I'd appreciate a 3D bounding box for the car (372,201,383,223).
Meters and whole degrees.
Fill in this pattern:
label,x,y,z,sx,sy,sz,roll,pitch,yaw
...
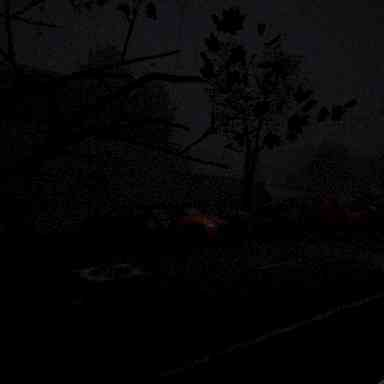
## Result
label,x,y,z,sx,sy,sz,roll,pitch,yaw
car,11.875,1.624,24.965,4.674,1.452,2.002,-1,-1,35

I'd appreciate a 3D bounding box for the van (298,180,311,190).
label,x,y,z,sx,sy,sz,roll,pitch,yaw
van,26.273,-1.545,75.038,1.878,1.987,4.442,7,3,35

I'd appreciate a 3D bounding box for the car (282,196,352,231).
label,x,y,z,sx,sy,sz,roll,pitch,yaw
car,6.949,1.302,21.510,5.566,2.045,2.435,-1,-1,35

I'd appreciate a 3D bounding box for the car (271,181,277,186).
label,x,y,z,sx,sy,sz,roll,pitch,yaw
car,21.127,-2.098,82.553,2.002,1.452,4.674,7,3,35

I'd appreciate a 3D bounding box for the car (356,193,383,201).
label,x,y,z,sx,sy,sz,roll,pitch,yaw
car,14.303,1.348,26.723,5.566,2.045,2.435,-1,-1,35

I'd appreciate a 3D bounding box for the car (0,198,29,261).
label,x,y,z,sx,sy,sz,roll,pitch,yaw
car,-7.718,1.241,11.058,5.566,2.045,2.435,-1,-1,35

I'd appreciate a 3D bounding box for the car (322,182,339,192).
label,x,y,z,sx,sy,sz,roll,pitch,yaw
car,29.760,-0.774,70.203,2.231,1.521,4.892,7,3,35

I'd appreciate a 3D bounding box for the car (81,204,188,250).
label,x,y,z,sx,sy,sz,roll,pitch,yaw
car,-2.778,1.378,14.509,4.553,1.767,2.185,-1,-1,35

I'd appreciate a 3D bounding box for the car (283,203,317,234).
label,x,y,z,sx,sy,sz,roll,pitch,yaw
car,4.504,1.568,19.765,4.792,1.488,2.163,-1,-1,35

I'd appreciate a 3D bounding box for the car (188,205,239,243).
label,x,y,z,sx,sy,sz,roll,pitch,yaw
car,-0.382,1.389,16.293,4.553,1.767,2.185,-1,-1,34

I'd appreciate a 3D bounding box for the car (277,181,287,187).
label,x,y,z,sx,sy,sz,roll,pitch,yaw
car,22.868,-1.824,80.091,2.002,1.452,4.674,7,3,35

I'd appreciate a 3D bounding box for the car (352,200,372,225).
label,x,y,z,sx,sy,sz,roll,pitch,yaw
car,9.268,1.568,23.337,5.366,1.575,1.946,-1,-1,35

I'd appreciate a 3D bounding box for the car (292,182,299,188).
label,x,y,z,sx,sy,sz,roll,pitch,yaw
car,24.699,-1.592,77.770,1.946,1.575,5.366,7,3,35

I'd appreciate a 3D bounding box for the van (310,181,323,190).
label,x,y,z,sx,sy,sz,roll,pitch,yaw
van,28.002,-1.273,72.566,1.878,1.987,4.442,7,3,35

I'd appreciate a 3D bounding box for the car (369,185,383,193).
label,x,y,z,sx,sy,sz,roll,pitch,yaw
car,34.969,-0.208,62.816,2.435,2.045,5.566,7,3,35

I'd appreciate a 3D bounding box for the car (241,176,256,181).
label,x,y,z,sx,sy,sz,roll,pitch,yaw
car,16.024,-2.955,90.066,1.946,1.575,5.366,7,3,34

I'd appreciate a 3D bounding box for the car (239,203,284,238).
label,x,y,z,sx,sy,sz,roll,pitch,yaw
car,2.084,1.527,18.018,4.892,1.521,2.231,-1,-1,35

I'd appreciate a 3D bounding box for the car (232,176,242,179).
label,x,y,z,sx,sy,sz,roll,pitch,yaw
car,14.175,-3.479,92.326,2.435,2.045,5.566,7,3,34
